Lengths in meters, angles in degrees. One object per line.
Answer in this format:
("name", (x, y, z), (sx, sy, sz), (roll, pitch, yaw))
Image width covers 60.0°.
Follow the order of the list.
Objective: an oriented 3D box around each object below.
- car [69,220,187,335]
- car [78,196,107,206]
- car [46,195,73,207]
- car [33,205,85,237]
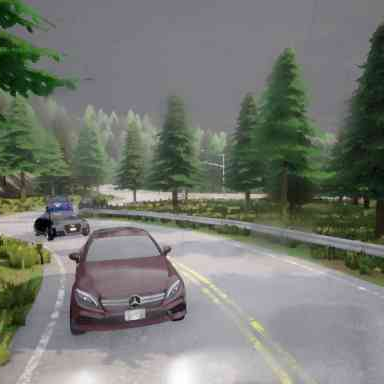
("car", (-1.508, 1.522, 7.035), (1.812, 1.442, 4.674), (-2, 0, -17))
("car", (-12.639, 1.287, 42.799), (2.097, 1.767, 4.553), (2, 2, 13))
("car", (-12.802, 1.325, 32.216), (2.150, 2.045, 5.566), (-1, 0, -18))
("car", (-7.021, 1.664, 17.743), (1.994, 1.385, 4.181), (-4, 2, -38))
